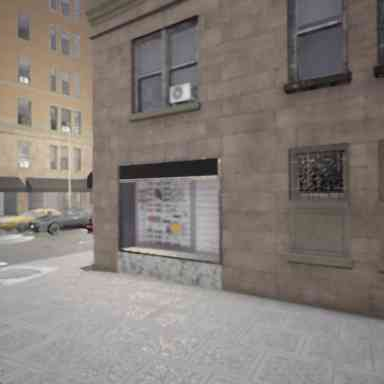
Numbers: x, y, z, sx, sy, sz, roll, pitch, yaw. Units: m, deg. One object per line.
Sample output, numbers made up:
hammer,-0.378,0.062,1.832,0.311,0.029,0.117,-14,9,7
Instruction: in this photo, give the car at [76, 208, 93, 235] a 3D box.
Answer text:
car,-2.974,1.430,16.932,2.192,1.841,5.009,-1,0,35

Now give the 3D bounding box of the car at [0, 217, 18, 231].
car,-10.062,1.731,21.669,1.752,1.417,4.829,-1,0,35

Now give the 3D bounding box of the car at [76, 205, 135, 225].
car,-6.743,1.760,26.458,1.947,1.339,4.313,-1,0,35

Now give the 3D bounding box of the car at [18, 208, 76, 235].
car,-7.760,1.740,20.149,1.994,1.385,4.181,-1,0,35
